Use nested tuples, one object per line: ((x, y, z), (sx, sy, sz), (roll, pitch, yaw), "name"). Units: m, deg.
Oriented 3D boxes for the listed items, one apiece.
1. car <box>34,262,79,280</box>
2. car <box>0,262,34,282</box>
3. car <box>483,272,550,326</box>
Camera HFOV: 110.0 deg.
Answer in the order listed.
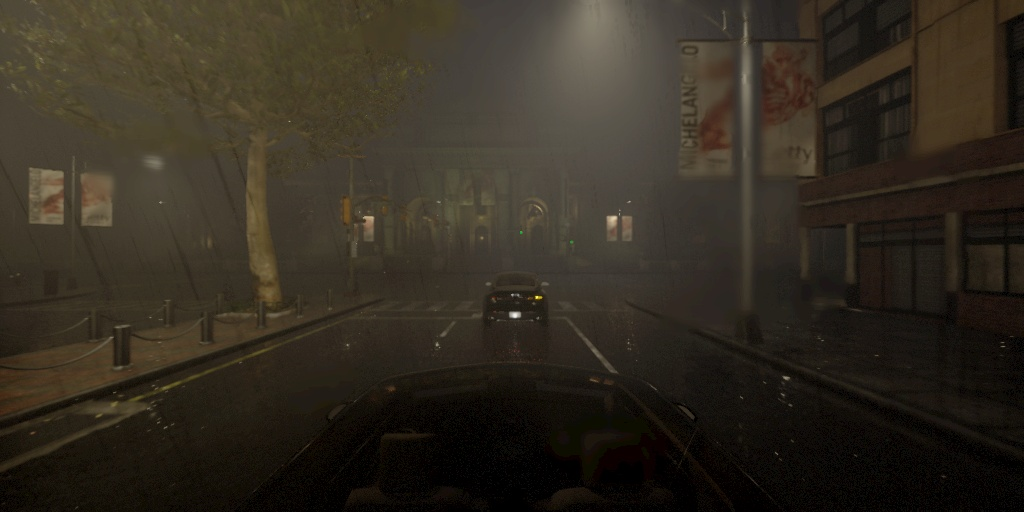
((-39.167, 1.245, 29.766), (5.008, 1.535, 1.882), (0, 0, 0), "car")
((-38.646, 1.329, 26.264), (4.181, 1.385, 1.994), (0, 0, 0), "car")
((0.161, 1.261, 11.690), (1.837, 1.490, 4.892), (0, 0, 2), "car")
